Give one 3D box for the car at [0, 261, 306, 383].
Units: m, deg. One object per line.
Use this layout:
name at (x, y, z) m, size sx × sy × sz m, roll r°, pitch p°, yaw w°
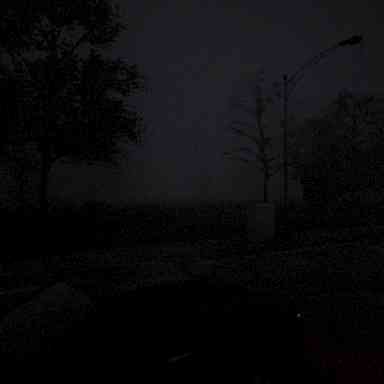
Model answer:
car at (-0.812, 1.519, 3.275) m, size 4.674 × 1.442 × 1.812 m, roll 0°, pitch 0°, yaw -35°
